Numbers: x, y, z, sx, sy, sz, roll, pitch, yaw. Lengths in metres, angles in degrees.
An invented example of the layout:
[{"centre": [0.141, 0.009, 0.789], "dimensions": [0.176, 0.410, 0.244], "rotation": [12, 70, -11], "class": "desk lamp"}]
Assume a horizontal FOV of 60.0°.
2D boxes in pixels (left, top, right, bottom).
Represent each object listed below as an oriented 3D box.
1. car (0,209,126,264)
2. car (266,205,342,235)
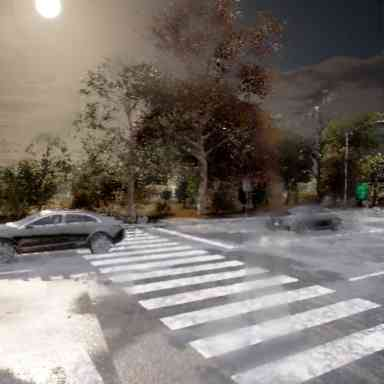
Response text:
[{"centre": [-4.691, 1.348, 11.166], "dimensions": [4.902, 1.511, 2.128], "rotation": [0, 1, -29], "class": "car"}, {"centre": [5.862, 1.367, 17.357], "dimensions": [4.181, 1.385, 1.994], "rotation": [-1, 1, -31], "class": "car"}]
